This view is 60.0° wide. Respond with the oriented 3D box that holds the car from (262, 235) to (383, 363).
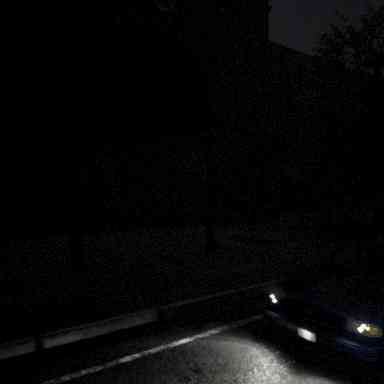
[{"bbox_3d":[3.728,1.548,6.043,5.357,1.411,2.033,0,0,-35],"label":"car"}]
